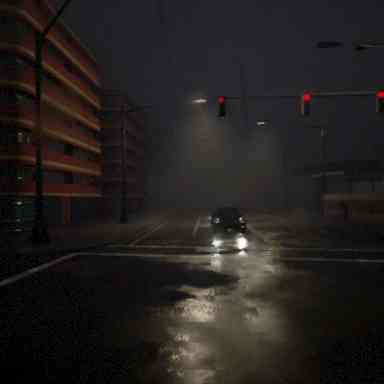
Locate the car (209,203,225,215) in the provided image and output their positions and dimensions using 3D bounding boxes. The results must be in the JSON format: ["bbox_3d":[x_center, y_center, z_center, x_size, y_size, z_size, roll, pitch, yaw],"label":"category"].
[{"bbox_3d":[3.546,2.354,47.421,2.128,1.511,4.902,-1,-1,3],"label":"car"}]

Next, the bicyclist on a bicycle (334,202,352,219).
[{"bbox_3d":[13.746,1.688,30.342,1.656,1.620,0.582,-1,-1,3],"label":"bicyclist on a bicycle"}]

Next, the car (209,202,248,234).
[{"bbox_3d":[2.388,1.770,22.331,2.097,1.767,4.553,-1,-1,3],"label":"car"}]

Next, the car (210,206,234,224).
[{"bbox_3d":[2.836,2.138,32.088,2.033,1.411,5.357,-1,-1,2],"label":"car"}]
